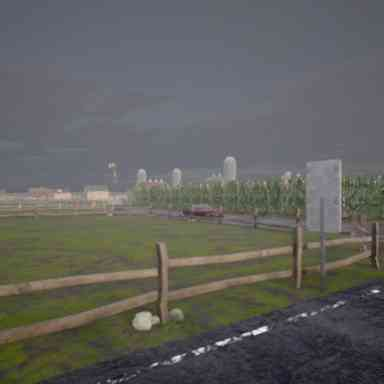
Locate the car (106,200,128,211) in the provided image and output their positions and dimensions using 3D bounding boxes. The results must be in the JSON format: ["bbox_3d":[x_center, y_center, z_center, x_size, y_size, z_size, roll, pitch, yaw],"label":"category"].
[{"bbox_3d":[-11.126,1.948,48.980,1.882,1.535,5.008,0,-1,-35],"label":"car"}]

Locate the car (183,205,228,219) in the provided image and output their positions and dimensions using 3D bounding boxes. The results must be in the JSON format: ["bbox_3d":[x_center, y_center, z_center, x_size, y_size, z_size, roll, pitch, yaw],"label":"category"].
[{"bbox_3d":[1.226,1.889,31.520,1.895,1.301,4.718,0,0,-35],"label":"car"}]
